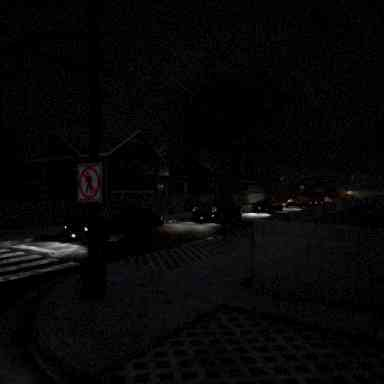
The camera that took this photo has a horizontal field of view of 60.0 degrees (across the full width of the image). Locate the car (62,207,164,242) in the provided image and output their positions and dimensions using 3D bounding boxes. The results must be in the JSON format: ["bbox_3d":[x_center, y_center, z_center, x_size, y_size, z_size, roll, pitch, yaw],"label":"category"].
[{"bbox_3d":[-3.608,1.460,16.446,2.033,1.411,5.357,0,1,34],"label":"car"}]

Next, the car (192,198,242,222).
[{"bbox_3d":[1.908,1.186,24.644,2.097,1.767,4.553,0,1,34],"label":"car"}]

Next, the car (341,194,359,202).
[{"bbox_3d":[24.588,1.022,51.659,1.882,1.535,5.008,0,1,39],"label":"car"}]

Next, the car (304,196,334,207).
[{"bbox_3d":[15.353,1.226,39.271,2.033,1.411,5.357,0,1,35],"label":"car"}]

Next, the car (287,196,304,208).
[{"bbox_3d":[13.085,1.196,41.082,1.812,1.442,4.674,0,1,34],"label":"car"}]

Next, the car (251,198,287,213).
[{"bbox_3d":[7.452,1.318,32.838,1.994,1.385,4.181,0,1,35],"label":"car"}]
